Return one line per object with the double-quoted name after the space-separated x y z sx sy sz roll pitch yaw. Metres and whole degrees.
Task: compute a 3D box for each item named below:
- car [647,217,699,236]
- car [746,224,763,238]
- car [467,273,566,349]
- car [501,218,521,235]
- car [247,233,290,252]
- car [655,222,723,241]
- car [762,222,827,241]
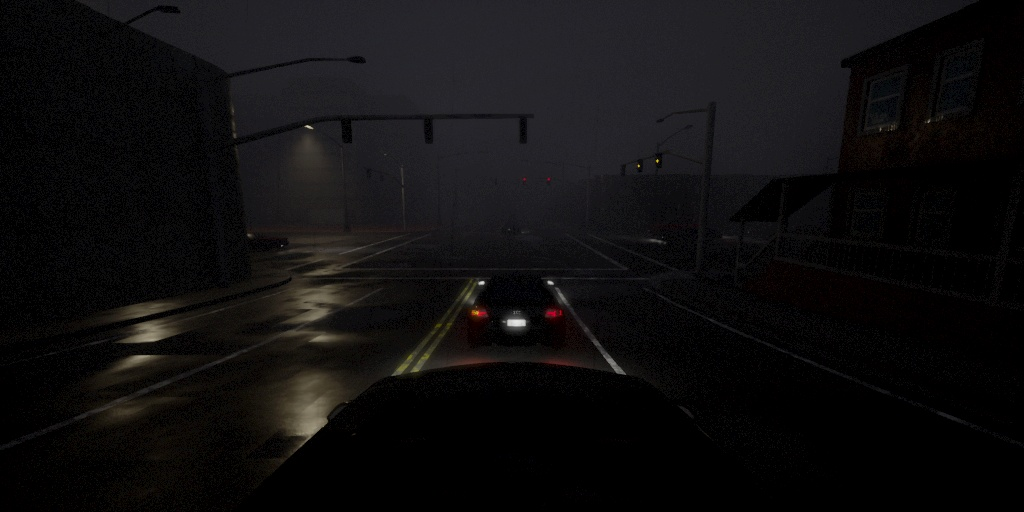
17.010 -3.001 37.241 5.566 2.045 2.150 0 8 0 "car"
27.039 -2.731 37.205 4.902 1.511 2.128 0 8 0 "car"
0.101 1.093 8.658 1.994 1.385 4.181 0 3 0 "car"
-0.088 -3.245 41.335 1.994 1.385 4.181 1 8 7 "car"
-19.532 -1.085 26.975 4.718 1.301 1.895 0 8 0 "car"
16.874 -2.170 33.828 5.357 1.411 2.033 0 8 0 "car"
26.971 -2.234 33.738 5.008 1.535 1.882 0 8 0 "car"
